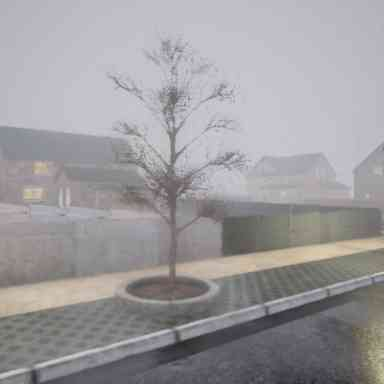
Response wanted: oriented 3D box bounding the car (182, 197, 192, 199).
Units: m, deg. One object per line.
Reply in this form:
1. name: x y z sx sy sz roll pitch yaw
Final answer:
1. car: -0.648 1.463 49.500 1.994 1.385 4.181 1 0 -34

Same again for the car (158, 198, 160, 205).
1. car: -6.375 1.301 52.964 2.128 1.511 4.902 1 0 -34
